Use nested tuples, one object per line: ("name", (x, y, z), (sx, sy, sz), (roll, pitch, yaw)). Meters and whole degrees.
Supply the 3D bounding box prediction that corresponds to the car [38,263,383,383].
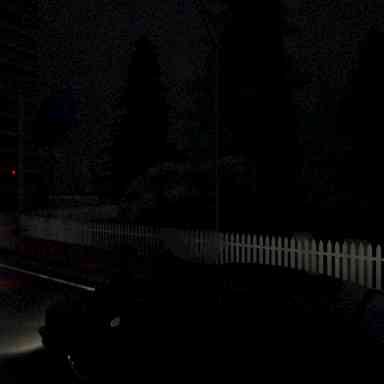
("car", (0.574, 1.547, 3.585), (5.357, 1.411, 2.033), (0, 0, 36))
